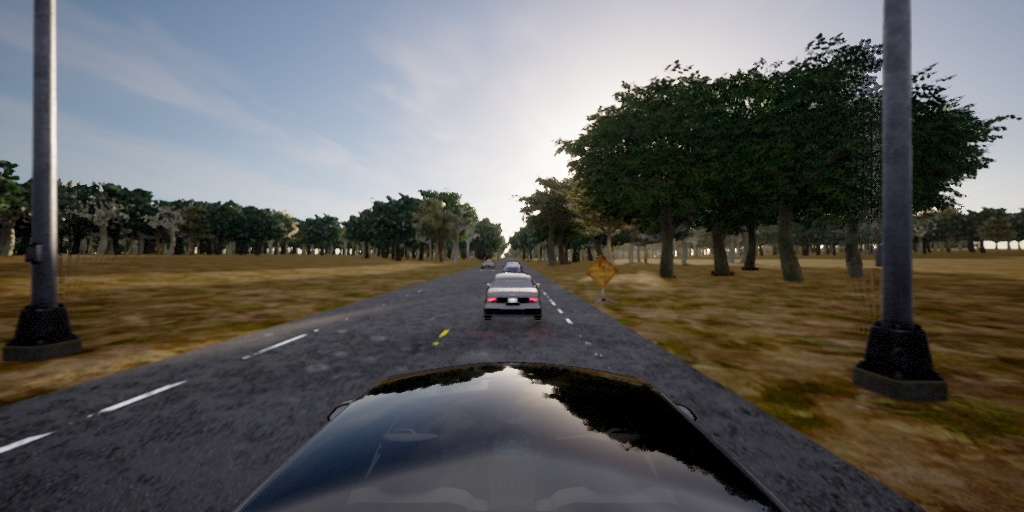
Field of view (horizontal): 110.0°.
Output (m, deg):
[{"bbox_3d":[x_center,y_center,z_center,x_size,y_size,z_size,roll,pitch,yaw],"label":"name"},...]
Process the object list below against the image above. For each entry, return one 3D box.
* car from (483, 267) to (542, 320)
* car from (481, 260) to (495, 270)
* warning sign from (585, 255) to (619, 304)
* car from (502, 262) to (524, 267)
[{"bbox_3d":[0.041,1.303,12.683,2.033,1.411,5.357,0,0,0],"label":"car"},{"bbox_3d":[-3.577,1.330,54.221,1.994,1.385,4.181,0,0,0],"label":"car"},{"bbox_3d":[3.551,0.871,13.933,1.300,1.860,1.060,0,0,0],"label":"warning sign"},{"bbox_3d":[0.076,1.284,32.613,1.812,1.442,4.674,0,0,0],"label":"car"}]
